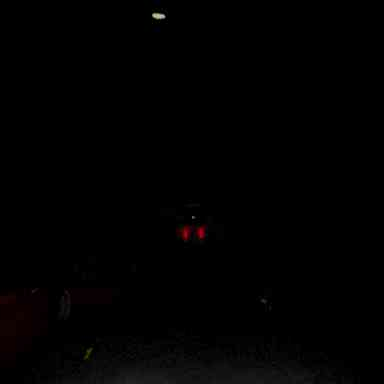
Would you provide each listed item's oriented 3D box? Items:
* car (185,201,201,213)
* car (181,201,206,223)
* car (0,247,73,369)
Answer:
[{"bbox_3d":[0.148,1.973,45.246,2.128,1.511,4.902,0,-1,1],"label":"car"},{"bbox_3d":[0.104,1.728,27.561,2.128,1.511,4.902,0,0,0],"label":"car"},{"bbox_3d":[-3.071,1.552,4.396,1.812,1.442,4.674,0,0,0],"label":"car"}]
